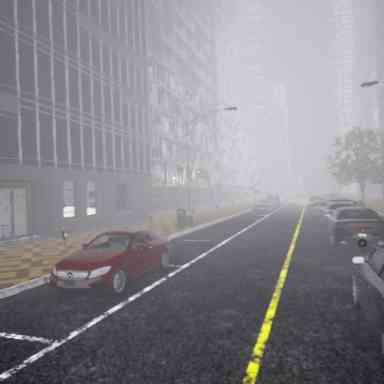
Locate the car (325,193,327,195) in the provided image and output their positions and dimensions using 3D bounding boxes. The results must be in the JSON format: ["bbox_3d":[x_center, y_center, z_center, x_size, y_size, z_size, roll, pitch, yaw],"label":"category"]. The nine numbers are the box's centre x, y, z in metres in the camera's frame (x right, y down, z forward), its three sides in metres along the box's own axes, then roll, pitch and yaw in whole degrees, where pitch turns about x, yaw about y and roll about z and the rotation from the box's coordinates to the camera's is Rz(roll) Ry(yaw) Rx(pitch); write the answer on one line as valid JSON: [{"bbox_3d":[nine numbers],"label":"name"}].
[{"bbox_3d":[23.082,0.925,54.611,1.967,1.590,4.097,-2,0,20],"label":"car"}]

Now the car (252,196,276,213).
[{"bbox_3d":[7.574,1.496,35.962,2.008,1.369,4.403,-2,0,20],"label":"car"}]

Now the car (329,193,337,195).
[{"bbox_3d":[17.370,1.164,38.518,2.008,1.369,4.403,-2,0,20],"label":"car"}]

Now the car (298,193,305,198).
[{"bbox_3d":[29.910,0.990,90.821,1.895,1.301,4.718,-2,0,20],"label":"car"}]

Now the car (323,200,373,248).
[{"bbox_3d":[6.703,1.325,13.837,1.882,1.535,5.008,-2,0,20],"label":"car"}]

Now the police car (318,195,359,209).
[{"bbox_3d":[8.746,1.235,19.596,1.930,1.638,5.238,-2,0,20],"label":"police car"}]

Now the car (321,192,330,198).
[{"bbox_3d":[32.610,0.802,81.431,1.887,1.381,4.507,-2,0,20],"label":"car"}]

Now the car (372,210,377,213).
[{"bbox_3d":[7.845,1.376,11.697,1.802,1.307,4.206,-2,0,20],"label":"car"}]

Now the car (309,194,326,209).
[{"bbox_3d":[15.130,1.302,40.192,1.895,1.301,4.718,-2,0,20],"label":"car"}]

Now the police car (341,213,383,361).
[{"bbox_3d":[3.391,1.333,4.518,1.930,1.638,5.238,-2,0,20],"label":"police car"}]

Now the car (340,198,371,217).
[{"bbox_3d":[13.561,1.271,27.790,1.802,1.307,4.206,-2,0,20],"label":"car"}]

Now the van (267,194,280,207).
[{"bbox_3d":[11.378,1.207,46.692,1.690,1.788,3.998,-2,0,20],"label":"van"}]

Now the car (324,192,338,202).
[{"bbox_3d":[24.986,0.881,59.975,1.967,1.590,4.097,-2,0,20],"label":"car"}]

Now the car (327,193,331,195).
[{"bbox_3d":[19.275,1.123,43.882,2.008,1.369,4.403,-2,0,20],"label":"car"}]

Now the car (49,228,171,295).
[{"bbox_3d":[-1.951,1.705,9.141,1.802,1.307,4.206,-2,0,20],"label":"car"}]
